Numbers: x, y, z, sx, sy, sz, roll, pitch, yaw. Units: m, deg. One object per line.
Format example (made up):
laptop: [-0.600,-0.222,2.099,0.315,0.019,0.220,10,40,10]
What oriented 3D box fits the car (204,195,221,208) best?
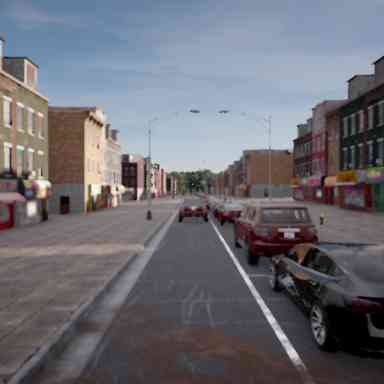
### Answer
car: [2.631,1.208,44.213,1.967,1.590,4.097,0,0,0]

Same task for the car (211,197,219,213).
car: [2.633,1.403,27.813,1.947,1.339,4.313,0,0,0]

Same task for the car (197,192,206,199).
car: [2.625,1.010,92.425,2.192,1.841,5.009,-1,0,0]

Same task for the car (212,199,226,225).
car: [2.633,1.408,22.346,1.887,1.381,4.507,0,0,0]

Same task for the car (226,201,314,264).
car: [2.634,1.239,11.410,2.192,1.841,5.009,0,0,0]

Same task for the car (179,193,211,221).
car: [0.097,1.199,25.649,2.097,1.767,4.553,0,0,0]

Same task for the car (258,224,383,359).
car: [2.635,1.525,5.945,1.947,1.339,4.313,0,0,0]

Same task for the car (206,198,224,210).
car: [2.632,1.371,38.747,1.802,1.307,4.206,0,0,0]

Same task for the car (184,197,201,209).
car: [0.098,1.323,41.989,2.033,1.411,5.357,0,0,0]

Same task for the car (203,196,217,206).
car: [2.631,1.331,49.680,1.802,1.307,4.206,0,0,0]
